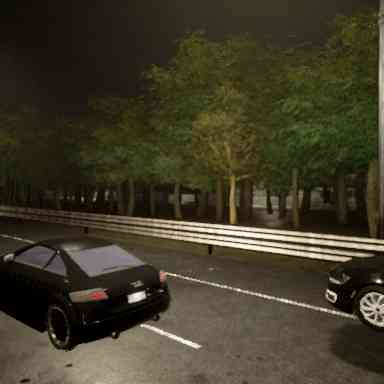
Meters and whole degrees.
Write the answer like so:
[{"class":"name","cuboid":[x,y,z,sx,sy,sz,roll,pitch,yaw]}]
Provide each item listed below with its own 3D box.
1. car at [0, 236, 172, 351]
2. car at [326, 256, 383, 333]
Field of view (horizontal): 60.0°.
[{"class":"car","cuboid":[-2.385,1.551,6.284,4.181,1.385,1.994,0,0,39]},{"class":"car","cuboid":[4.696,1.504,5.155,4.892,1.490,1.837,0,0,36]}]
